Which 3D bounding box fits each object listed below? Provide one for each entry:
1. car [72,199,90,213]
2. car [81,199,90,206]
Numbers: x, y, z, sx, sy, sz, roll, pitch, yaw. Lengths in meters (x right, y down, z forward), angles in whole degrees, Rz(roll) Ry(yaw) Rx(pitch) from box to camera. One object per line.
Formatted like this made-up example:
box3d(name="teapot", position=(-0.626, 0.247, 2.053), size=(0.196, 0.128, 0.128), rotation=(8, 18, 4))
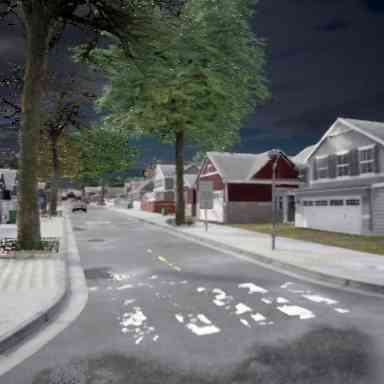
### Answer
box3d(name="car", position=(-15.574, 2.066, 45.951), size=(2.033, 1.411, 5.357), rotation=(1, -1, -21))
box3d(name="car", position=(-25.459, 2.440, 79.403), size=(1.837, 1.490, 4.892), rotation=(1, -1, -21))
